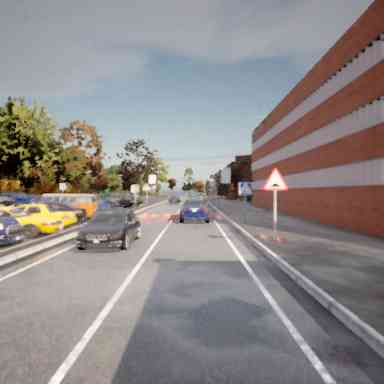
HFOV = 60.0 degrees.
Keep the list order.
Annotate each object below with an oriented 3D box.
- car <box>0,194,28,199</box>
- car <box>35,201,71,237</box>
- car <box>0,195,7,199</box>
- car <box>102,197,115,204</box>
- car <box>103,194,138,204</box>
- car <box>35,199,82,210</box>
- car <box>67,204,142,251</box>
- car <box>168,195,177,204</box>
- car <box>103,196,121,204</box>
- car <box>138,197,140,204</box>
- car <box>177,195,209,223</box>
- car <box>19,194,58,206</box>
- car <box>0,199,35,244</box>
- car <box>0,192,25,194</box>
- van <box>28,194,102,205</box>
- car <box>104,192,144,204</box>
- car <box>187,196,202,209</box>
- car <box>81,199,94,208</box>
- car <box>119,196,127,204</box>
[{"bbox_3d":[-21.929,1.294,38.976,4.892,1.521,2.231,0,0,0],"label":"car"},{"bbox_3d":[-9.148,1.403,16.465,5.366,1.575,1.946,0,0,0],"label":"car"},{"bbox_3d":[-21.910,1.324,33.329,4.892,1.521,2.231,0,0,0],"label":"car"},{"bbox_3d":[-9.312,1.381,27.767,4.792,1.488,2.163,0,0,0],"label":"car"},{"bbox_3d":[-9.344,1.293,39.069,5.008,1.535,2.097,0,0,0],"label":"car"},{"bbox_3d":[-9.521,1.389,19.290,5.366,1.575,1.946,0,0,0],"label":"car"},{"bbox_3d":[-3.319,1.467,14.012,1.837,1.490,4.892,0,0,0],"label":"car"},{"bbox_3d":[-2.948,1.295,56.150,1.837,1.490,4.892,0,1,1],"label":"car"},{"bbox_3d":[-9.346,1.377,30.593,4.674,1.452,2.002,0,0,0],"label":"car"},{"bbox_3d":[-9.349,1.316,41.897,4.674,1.452,2.002,0,0,0],"label":"car"},{"bbox_3d":[0.183,1.203,25.134,2.097,1.767,4.553,0,3,0],"label":"car"},{"bbox_3d":[-21.866,1.107,47.455,4.553,1.767,2.185,0,0,0],"label":"car"},{"bbox_3d":[-9.362,1.294,13.638,4.553,1.767,2.185,0,0,0],"label":"car"},{"bbox_3d":[-21.897,1.026,41.674,5.566,2.045,2.435,0,0,0],"label":"car"},{"bbox_3d":[-9.456,1.139,24.940,4.442,1.987,1.878,0,0,0],"label":"van"},{"bbox_3d":[-9.326,1.007,44.720,5.566,2.045,2.435,0,0,0],"label":"car"},{"bbox_3d":[0.315,1.363,42.909,1.837,1.490,4.892,0,0,1],"label":"car"},{"bbox_3d":[-9.335,1.419,22.116,4.674,1.452,2.002,0,0,0],"label":"car"},{"bbox_3d":[-9.343,1.363,33.419,4.674,1.452,2.002,0,0,0],"label":"car"}]
